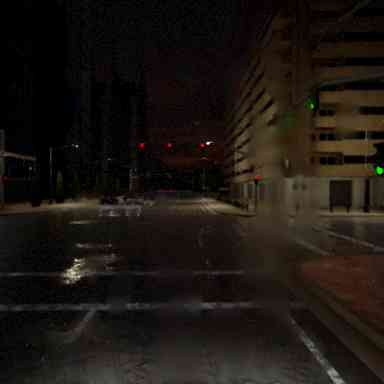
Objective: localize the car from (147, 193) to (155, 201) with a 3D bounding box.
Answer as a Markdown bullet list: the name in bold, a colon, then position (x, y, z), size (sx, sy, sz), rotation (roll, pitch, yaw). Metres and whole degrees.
- **car**: position (-7.928, 0.877, 61.839), size (2.128, 1.511, 4.902), rotation (0, 1, 0)

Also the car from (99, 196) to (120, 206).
- **car**: position (-11.230, 1.152, 45.170), size (1.895, 1.301, 4.718), rotation (0, 1, -1)

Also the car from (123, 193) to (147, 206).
- **car**: position (-7.731, 1.151, 45.232), size (1.895, 1.301, 4.718), rotation (0, 1, -1)
